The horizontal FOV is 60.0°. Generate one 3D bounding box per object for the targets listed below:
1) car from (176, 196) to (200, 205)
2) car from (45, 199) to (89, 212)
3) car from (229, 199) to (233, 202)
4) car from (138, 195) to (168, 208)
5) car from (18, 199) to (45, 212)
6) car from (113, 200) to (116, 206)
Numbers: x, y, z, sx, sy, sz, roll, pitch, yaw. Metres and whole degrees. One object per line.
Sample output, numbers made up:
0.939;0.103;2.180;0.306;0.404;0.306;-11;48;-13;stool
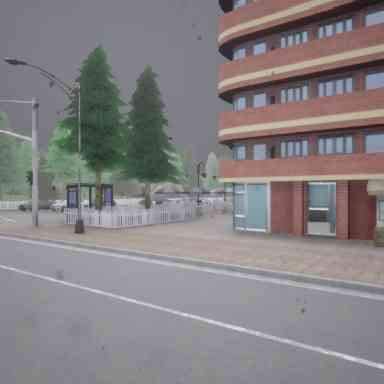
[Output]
-0.701;1.470;58.103;4.674;1.442;1.812;0;0;-37;car
-13.608;1.470;37.611;1.812;1.442;4.674;0;0;36;car
9.323;1.492;60.389;5.357;1.411;2.033;0;0;-25;car
-5.591;1.296;48.327;2.097;1.767;4.553;0;0;41;car
-17.526;1.508;38.123;1.994;1.385;4.181;0;0;36;car
-12.502;1.470;45.097;1.812;1.442;4.674;0;0;37;car
